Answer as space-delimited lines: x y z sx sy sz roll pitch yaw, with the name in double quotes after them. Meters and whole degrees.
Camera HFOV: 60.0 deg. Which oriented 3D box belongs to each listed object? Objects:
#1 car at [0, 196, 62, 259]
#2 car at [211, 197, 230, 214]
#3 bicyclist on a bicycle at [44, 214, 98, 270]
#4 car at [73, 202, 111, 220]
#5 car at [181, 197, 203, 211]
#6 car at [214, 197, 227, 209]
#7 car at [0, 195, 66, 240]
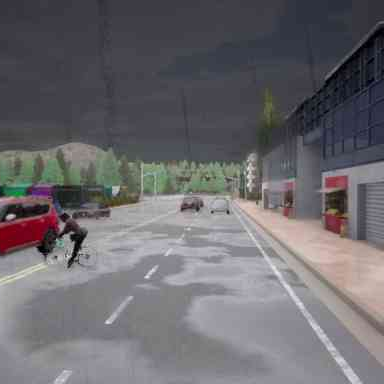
-6.366 1.221 10.742 2.150 2.045 5.566 0 0 5 "car"
3.056 1.526 35.984 1.812 1.442 4.674 0 0 5 "car"
-3.563 1.455 9.768 1.656 1.620 0.582 -2 0 5 "bicyclist on a bicycle"
-8.298 1.564 27.857 1.994 1.385 4.181 0 0 5 "car"
-0.111 1.352 39.957 2.097 1.767 4.553 0 0 5 "car"
4.032 1.505 47.142 1.837 1.490 4.892 0 0 5 "car"
-9.230 1.223 18.278 2.150 2.045 5.566 0 0 5 "car"
